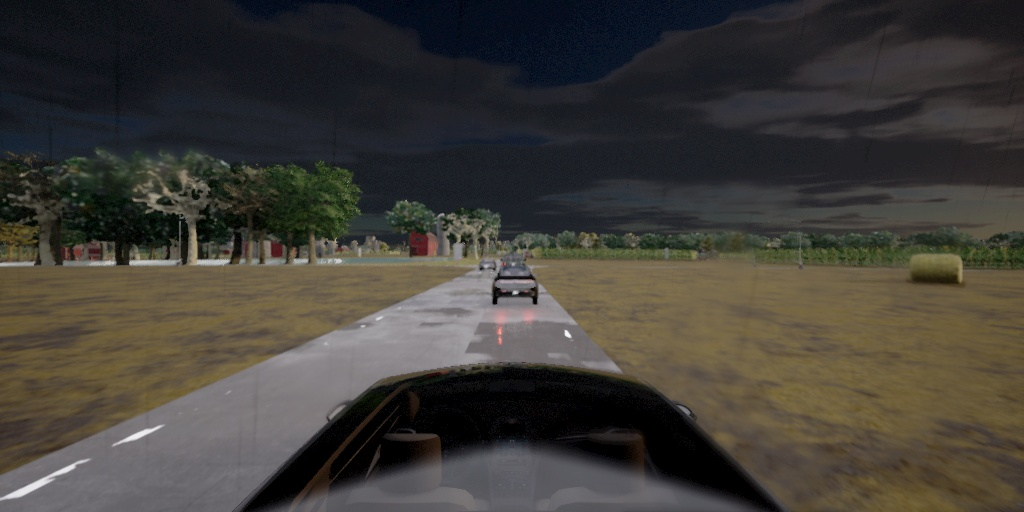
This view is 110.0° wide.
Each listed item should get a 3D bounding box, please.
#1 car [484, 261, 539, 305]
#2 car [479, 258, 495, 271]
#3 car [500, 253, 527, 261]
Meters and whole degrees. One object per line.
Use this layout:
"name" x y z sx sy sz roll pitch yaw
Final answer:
"car" 0.106 1.153 15.632 2.128 1.511 4.902 0 0 0
"car" -2.788 0.979 41.832 2.128 1.511 4.902 0 0 1
"car" 0.104 0.779 31.827 2.150 2.045 5.566 0 1 0
